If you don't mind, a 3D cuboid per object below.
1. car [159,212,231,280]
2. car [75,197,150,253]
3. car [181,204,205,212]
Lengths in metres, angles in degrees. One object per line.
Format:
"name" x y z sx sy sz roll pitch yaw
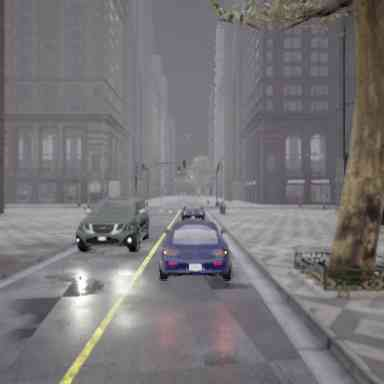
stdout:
"car" 0.085 1.553 9.888 1.812 1.442 4.674 0 0 0
"car" -3.099 1.261 14.240 2.150 2.045 5.566 0 0 0
"car" 0.095 1.678 27.974 1.895 1.301 4.718 0 0 0
